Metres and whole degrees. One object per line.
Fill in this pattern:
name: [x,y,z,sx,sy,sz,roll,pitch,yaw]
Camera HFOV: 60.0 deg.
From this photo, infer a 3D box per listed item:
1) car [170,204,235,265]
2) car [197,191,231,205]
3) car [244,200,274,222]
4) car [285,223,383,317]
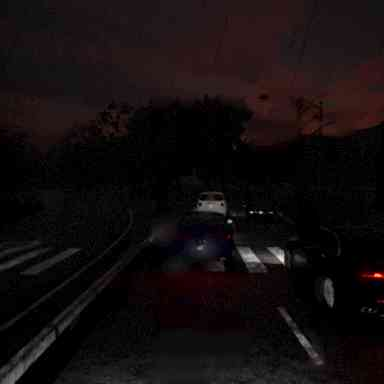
car: [0.389,1.392,11.484,1.882,1.535,5.008,0,0,3]
car: [1.634,0.940,24.879,2.150,2.045,5.566,1,2,8]
car: [4.771,1.313,23.886,2.033,1.411,5.357,1,2,8]
car: [3.453,1.457,7.418,1.837,1.490,4.892,0,1,2]
